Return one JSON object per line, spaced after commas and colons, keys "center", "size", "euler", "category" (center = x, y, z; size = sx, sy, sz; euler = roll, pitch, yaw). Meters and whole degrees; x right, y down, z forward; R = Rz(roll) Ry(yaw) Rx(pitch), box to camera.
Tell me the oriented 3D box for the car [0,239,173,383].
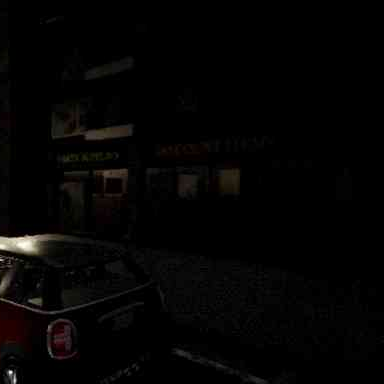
{"center": [-2.314, 1.404, 4.728], "size": [4.097, 1.590, 1.967], "euler": [1, 0, 35], "category": "car"}
